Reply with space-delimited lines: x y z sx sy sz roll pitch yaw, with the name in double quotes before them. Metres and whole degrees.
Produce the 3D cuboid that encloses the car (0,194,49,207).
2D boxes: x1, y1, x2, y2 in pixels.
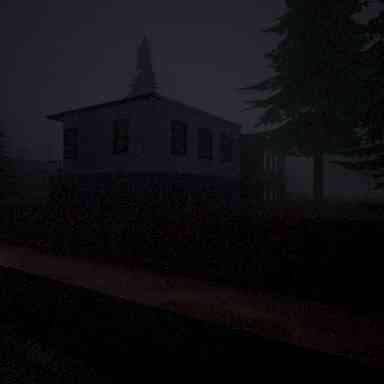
"car" -14.765 1.202 29.609 2.150 2.045 5.566 0 0 27
